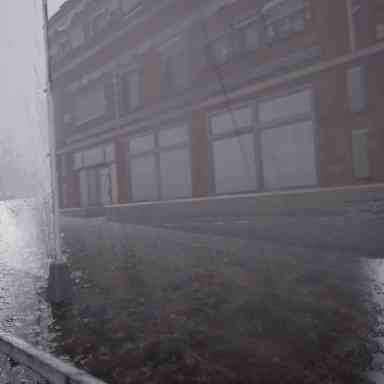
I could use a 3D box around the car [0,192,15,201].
[{"bbox_3d":[-33.906,0.807,59.840,1.882,1.535,5.008,-5,2,3],"label":"car"}]
